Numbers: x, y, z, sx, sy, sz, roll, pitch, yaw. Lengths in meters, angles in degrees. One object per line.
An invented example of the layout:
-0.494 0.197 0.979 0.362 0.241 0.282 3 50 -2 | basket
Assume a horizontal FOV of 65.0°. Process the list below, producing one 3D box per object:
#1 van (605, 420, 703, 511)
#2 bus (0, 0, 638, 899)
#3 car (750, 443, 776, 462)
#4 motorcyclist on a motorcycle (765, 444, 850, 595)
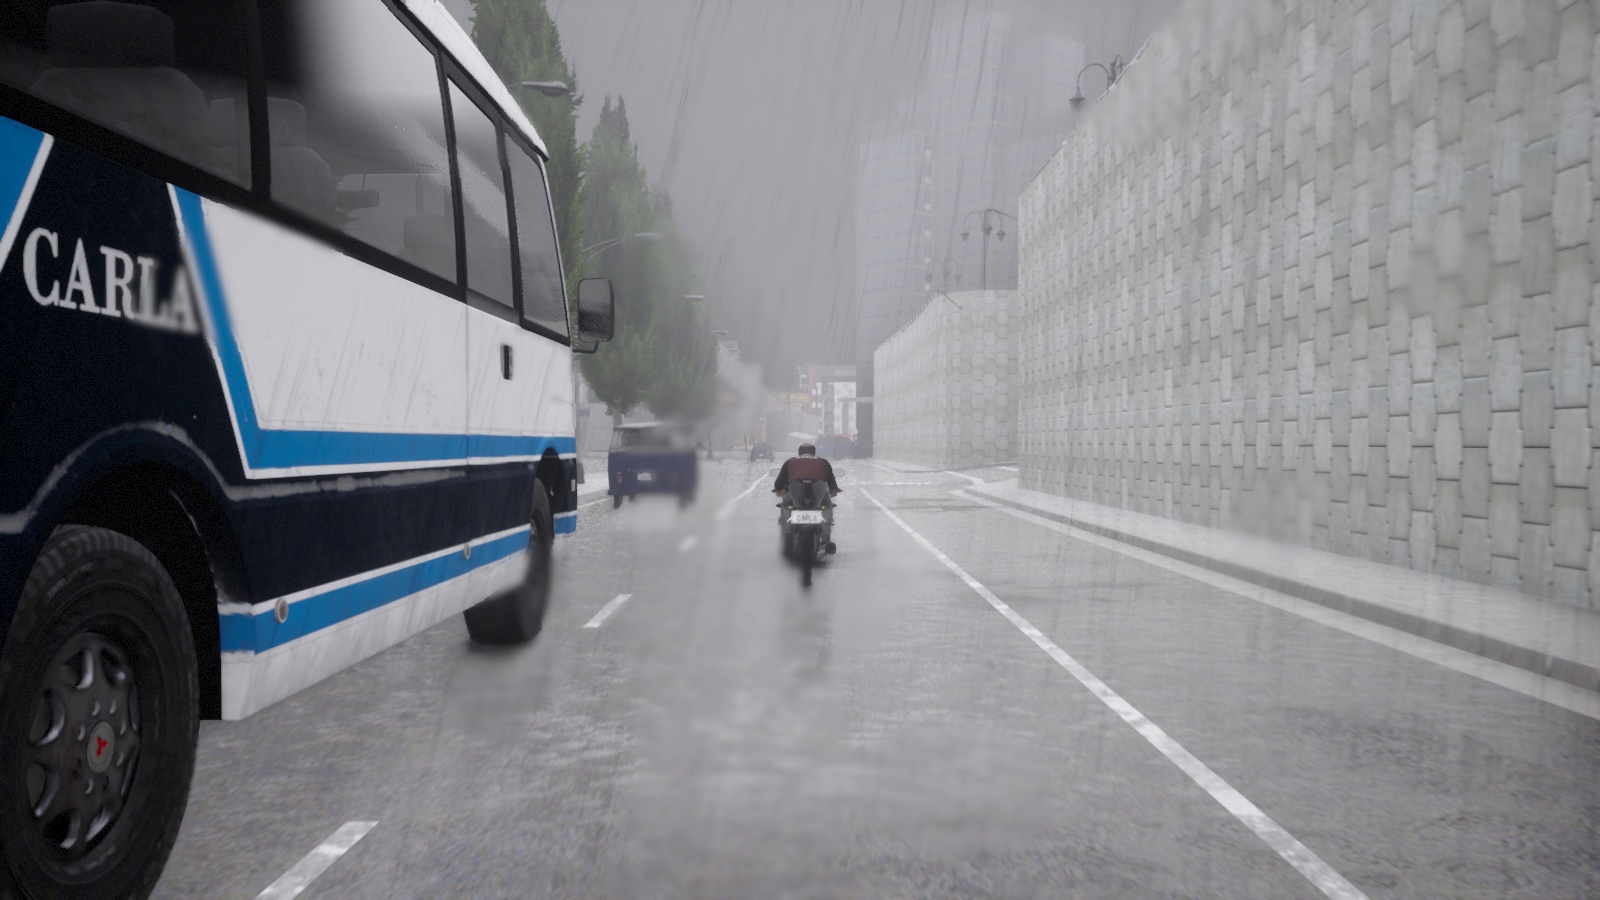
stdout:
-3.347 0.328 29.571 1.775 1.987 4.442 0 0 0 | van
-3.454 -0.668 6.190 3.944 4.253 10.273 0 0 0 | bus
-2.926 0.193 99.126 1.816 1.474 4.193 0 0 2 | car
0.080 0.703 13.854 0.866 1.530 2.191 0 0 0 | motorcyclist on a motorcycle
